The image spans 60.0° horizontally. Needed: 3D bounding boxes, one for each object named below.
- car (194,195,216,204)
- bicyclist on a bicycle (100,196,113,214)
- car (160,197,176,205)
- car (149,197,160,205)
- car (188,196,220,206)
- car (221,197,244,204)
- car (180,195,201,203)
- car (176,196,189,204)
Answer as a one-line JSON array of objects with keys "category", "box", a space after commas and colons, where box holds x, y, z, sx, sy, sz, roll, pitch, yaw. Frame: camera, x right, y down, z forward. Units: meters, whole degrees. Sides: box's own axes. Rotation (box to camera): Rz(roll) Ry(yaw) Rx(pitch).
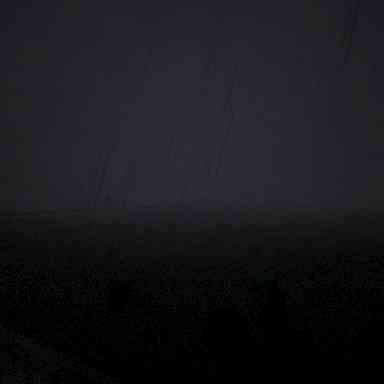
[{"category": "car", "box": [2.668, 1.477, 66.914, 1.882, 1.535, 5.008, 0, 0, 35]}, {"category": "bicyclist on a bicycle", "box": [-8.062, 1.156, 31.742, 1.656, 1.620, 0.582, 33, 17, 27]}, {"category": "car", "box": [-3.025, 1.564, 58.659, 1.994, 1.385, 4.181, 0, 0, 35]}, {"category": "car", "box": [-5.855, 1.564, 60.712, 1.994, 1.385, 4.181, 0, 0, 35]}, {"category": "car", "box": [1.990, 1.478, 53.634, 1.882, 1.535, 5.008, 0, 0, 35]}, {"category": "car", "box": [7.952, 1.601, 62.253, 1.895, 1.301, 4.718, 0, 0, 35]}, {"category": "car", "box": [-0.202, 1.477, 68.917, 1.882, 1.535, 5.008, 0, 0, 35]}, {"category": "car", "box": [-0.152, 1.564, 56.662, 1.994, 1.385, 4.181, 0, 0, 35]}]
